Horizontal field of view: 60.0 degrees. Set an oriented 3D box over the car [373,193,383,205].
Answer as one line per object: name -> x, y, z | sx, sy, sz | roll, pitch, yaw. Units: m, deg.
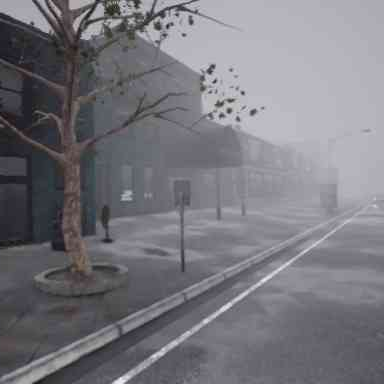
car -> 28.475, 0.984, 50.125 | 2.097, 1.767, 4.553 | -2, 0, 31
